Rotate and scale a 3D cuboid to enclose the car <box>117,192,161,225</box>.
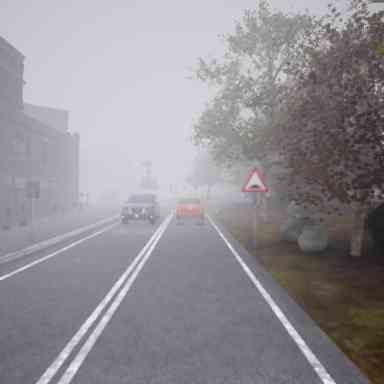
[{"bbox_3d":[-3.456,1.112,23.426,2.150,2.045,5.566,0,0,0],"label":"car"}]

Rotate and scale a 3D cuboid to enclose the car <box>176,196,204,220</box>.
[{"bbox_3d":[-0.109,1.204,26.629,2.097,1.767,4.553,0,1,0],"label":"car"}]

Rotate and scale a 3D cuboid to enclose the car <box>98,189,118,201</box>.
[{"bbox_3d":[-15.057,0.448,60.376,2.150,2.045,5.566,-1,1,6],"label":"car"}]
